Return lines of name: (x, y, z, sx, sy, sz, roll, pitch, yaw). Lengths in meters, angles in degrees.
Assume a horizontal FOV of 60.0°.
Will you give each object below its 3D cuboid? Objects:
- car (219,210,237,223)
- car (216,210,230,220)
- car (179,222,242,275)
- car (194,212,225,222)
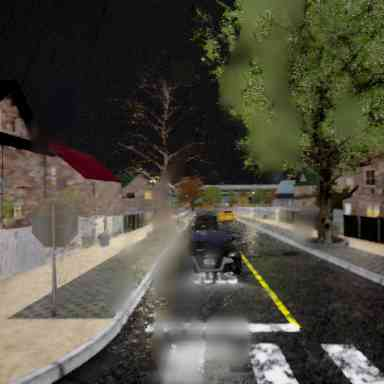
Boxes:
car: (4.439, 2.983, 41.161, 1.882, 1.535, 5.008, -1, -2, 2)
car: (4.721, 3.503, 51.488, 1.895, 1.301, 4.718, -1, -2, 2)
car: (0.635, 2.011, 11.980, 1.994, 1.385, 4.181, -1, -2, 3)
car: (0.949, 2.319, 22.023, 1.837, 1.490, 4.892, -1, -2, 2)
